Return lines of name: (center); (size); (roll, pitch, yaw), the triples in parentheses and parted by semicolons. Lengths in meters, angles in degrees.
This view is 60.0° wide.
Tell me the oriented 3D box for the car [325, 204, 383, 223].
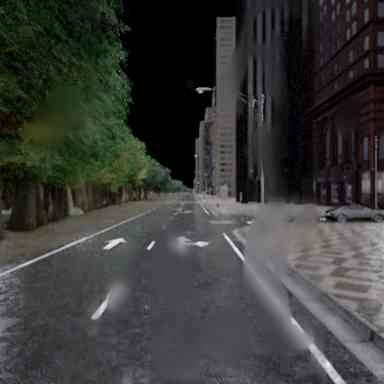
car: (12.265, 1.605, 25.078); (4.181, 1.385, 1.994); (0, 0, 0)
